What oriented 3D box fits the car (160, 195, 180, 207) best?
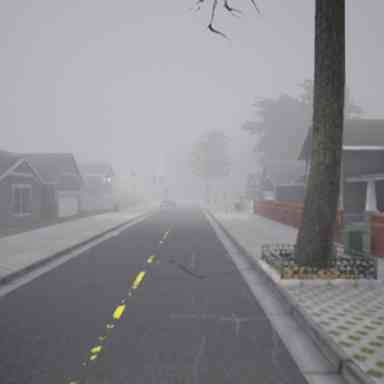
[{"bbox_3d":[-2.812,1.279,39.155,1.895,1.301,4.718,0,0,0],"label":"car"}]
